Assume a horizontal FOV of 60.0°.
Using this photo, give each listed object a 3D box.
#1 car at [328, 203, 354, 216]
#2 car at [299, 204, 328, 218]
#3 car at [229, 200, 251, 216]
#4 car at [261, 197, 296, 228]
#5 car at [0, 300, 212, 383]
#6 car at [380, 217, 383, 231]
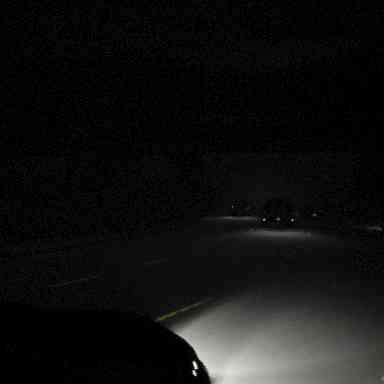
[{"bbox_3d":[16.247,1.878,36.767,2.033,1.411,5.357,0,0,10],"label":"car"},{"bbox_3d":[11.983,1.888,33.476,1.895,1.301,4.718,0,0,12],"label":"car"},{"bbox_3d":[5.217,1.620,35.668,2.097,1.767,4.553,0,0,11],"label":"car"},{"bbox_3d":[6.337,1.418,24.457,2.150,2.045,5.566,0,0,14],"label":"car"},{"bbox_3d":[-1.835,1.571,2.481,4.181,1.385,1.994,1,0,-37],"label":"car"},{"bbox_3d":[12.178,1.736,18.803,2.033,1.411,5.357,0,0,19],"label":"car"}]
